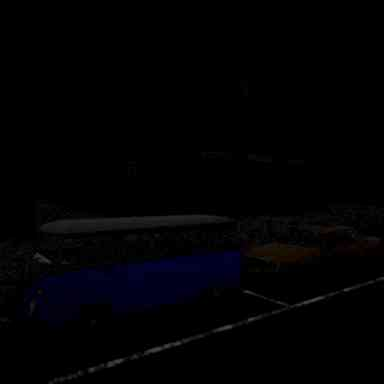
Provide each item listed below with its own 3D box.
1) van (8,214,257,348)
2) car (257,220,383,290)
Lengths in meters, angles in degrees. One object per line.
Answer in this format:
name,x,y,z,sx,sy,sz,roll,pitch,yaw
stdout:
van,-0.909,1.336,5.995,3.998,1.788,1.690,0,0,-35
car,3.389,1.511,9.042,4.829,1.417,1.752,0,0,-35
